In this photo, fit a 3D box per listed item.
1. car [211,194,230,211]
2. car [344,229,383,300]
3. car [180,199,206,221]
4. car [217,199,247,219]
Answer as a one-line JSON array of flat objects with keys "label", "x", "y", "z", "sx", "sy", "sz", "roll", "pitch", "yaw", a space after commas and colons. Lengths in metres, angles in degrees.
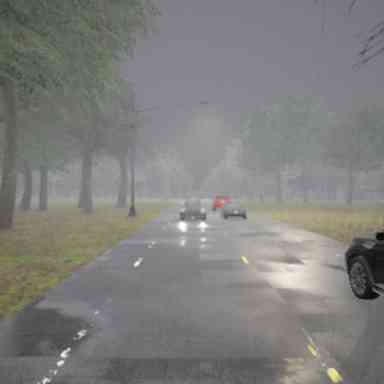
[{"label": "car", "x": 3.647, "y": 1.314, "z": 41.824, "sx": 2.150, "sy": 2.045, "sz": 5.566, "roll": 0, "pitch": 0, "yaw": 0}, {"label": "car", "x": 4.560, "y": 1.251, "z": 5.307, "sx": 2.150, "sy": 2.045, "sz": 5.566, "roll": 0, "pitch": 0, "yaw": 0}, {"label": "car", "x": 0.087, "y": 1.396, "z": 27.613, "sx": 2.097, "sy": 1.767, "sz": 4.553, "roll": 0, "pitch": 0, "yaw": 0}, {"label": "car", "x": 3.648, "y": 1.628, "z": 29.772, "sx": 1.994, "sy": 1.385, "sz": 4.181, "roll": 0, "pitch": 0, "yaw": 0}]
